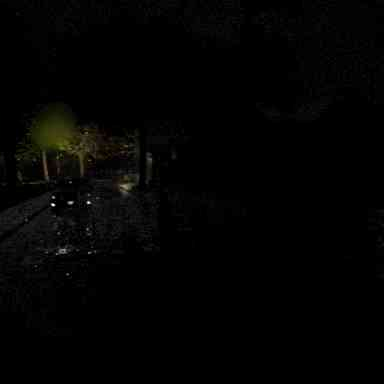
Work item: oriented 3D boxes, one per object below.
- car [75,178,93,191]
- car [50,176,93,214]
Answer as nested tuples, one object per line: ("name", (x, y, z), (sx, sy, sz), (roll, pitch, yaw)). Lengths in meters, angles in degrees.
("car", (-14.416, -1.080, 44.711), (2.033, 1.411, 5.357), (-3, 4, -16))
("car", (-7.315, 0.058, 20.513), (2.150, 2.045, 5.566), (-3, 4, -16))
